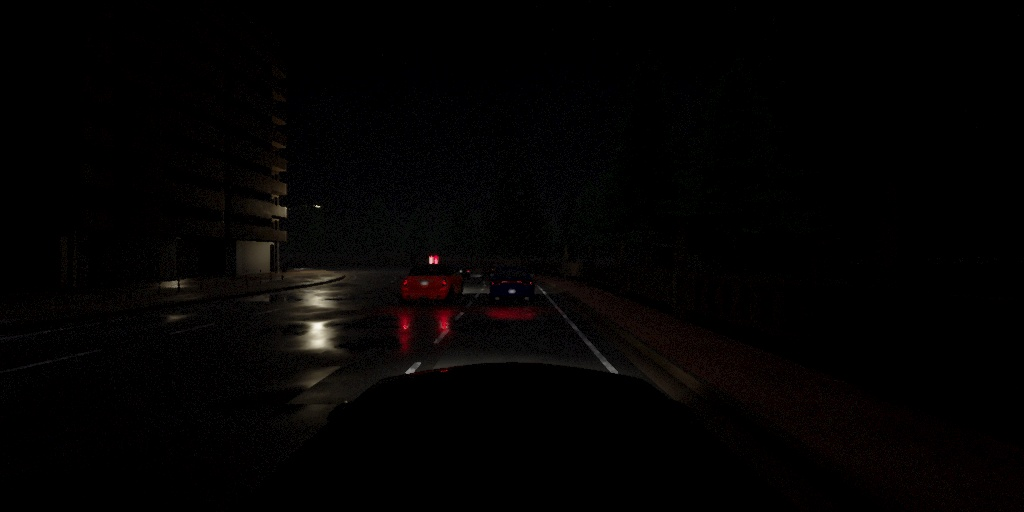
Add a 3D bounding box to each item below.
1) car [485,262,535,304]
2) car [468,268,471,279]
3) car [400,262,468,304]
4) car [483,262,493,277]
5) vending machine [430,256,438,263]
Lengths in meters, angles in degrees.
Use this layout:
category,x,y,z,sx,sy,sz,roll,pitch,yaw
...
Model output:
category,x,y,z,sx,sy,sz,roll,pitch,yaw
car,0.000,1.235,16.500,1.882,1.535,5.008,0,0,0
car,-4.837,1.313,31.836,2.033,1.411,5.357,0,0,-15
car,-3.500,1.116,16.470,2.097,1.767,4.553,0,0,0
car,-1.452,1.283,32.727,1.812,1.442,4.674,0,0,-15
vending machine,-12.548,0.944,57.641,0.880,2.100,1.100,0,0,41
